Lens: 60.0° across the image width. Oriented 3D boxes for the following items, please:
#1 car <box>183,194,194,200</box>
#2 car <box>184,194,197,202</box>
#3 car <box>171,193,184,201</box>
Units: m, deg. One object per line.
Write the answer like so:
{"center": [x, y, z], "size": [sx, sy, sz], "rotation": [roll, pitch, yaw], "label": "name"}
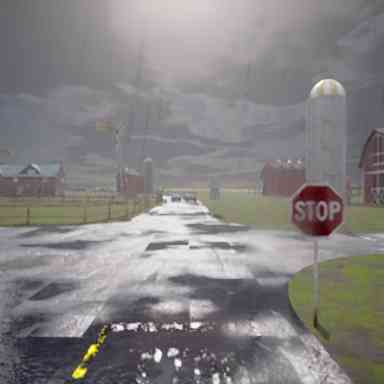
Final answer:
{"center": [-0.823, 1.046, 72.108], "size": [1.994, 1.385, 4.181], "rotation": [0, 0, -6], "label": "car"}
{"center": [-0.143, 1.096, 61.979], "size": [1.837, 1.490, 4.892], "rotation": [0, 0, -2], "label": "car"}
{"center": [-3.088, 1.037, 66.092], "size": [1.882, 1.535, 5.008], "rotation": [0, 0, -2], "label": "car"}
